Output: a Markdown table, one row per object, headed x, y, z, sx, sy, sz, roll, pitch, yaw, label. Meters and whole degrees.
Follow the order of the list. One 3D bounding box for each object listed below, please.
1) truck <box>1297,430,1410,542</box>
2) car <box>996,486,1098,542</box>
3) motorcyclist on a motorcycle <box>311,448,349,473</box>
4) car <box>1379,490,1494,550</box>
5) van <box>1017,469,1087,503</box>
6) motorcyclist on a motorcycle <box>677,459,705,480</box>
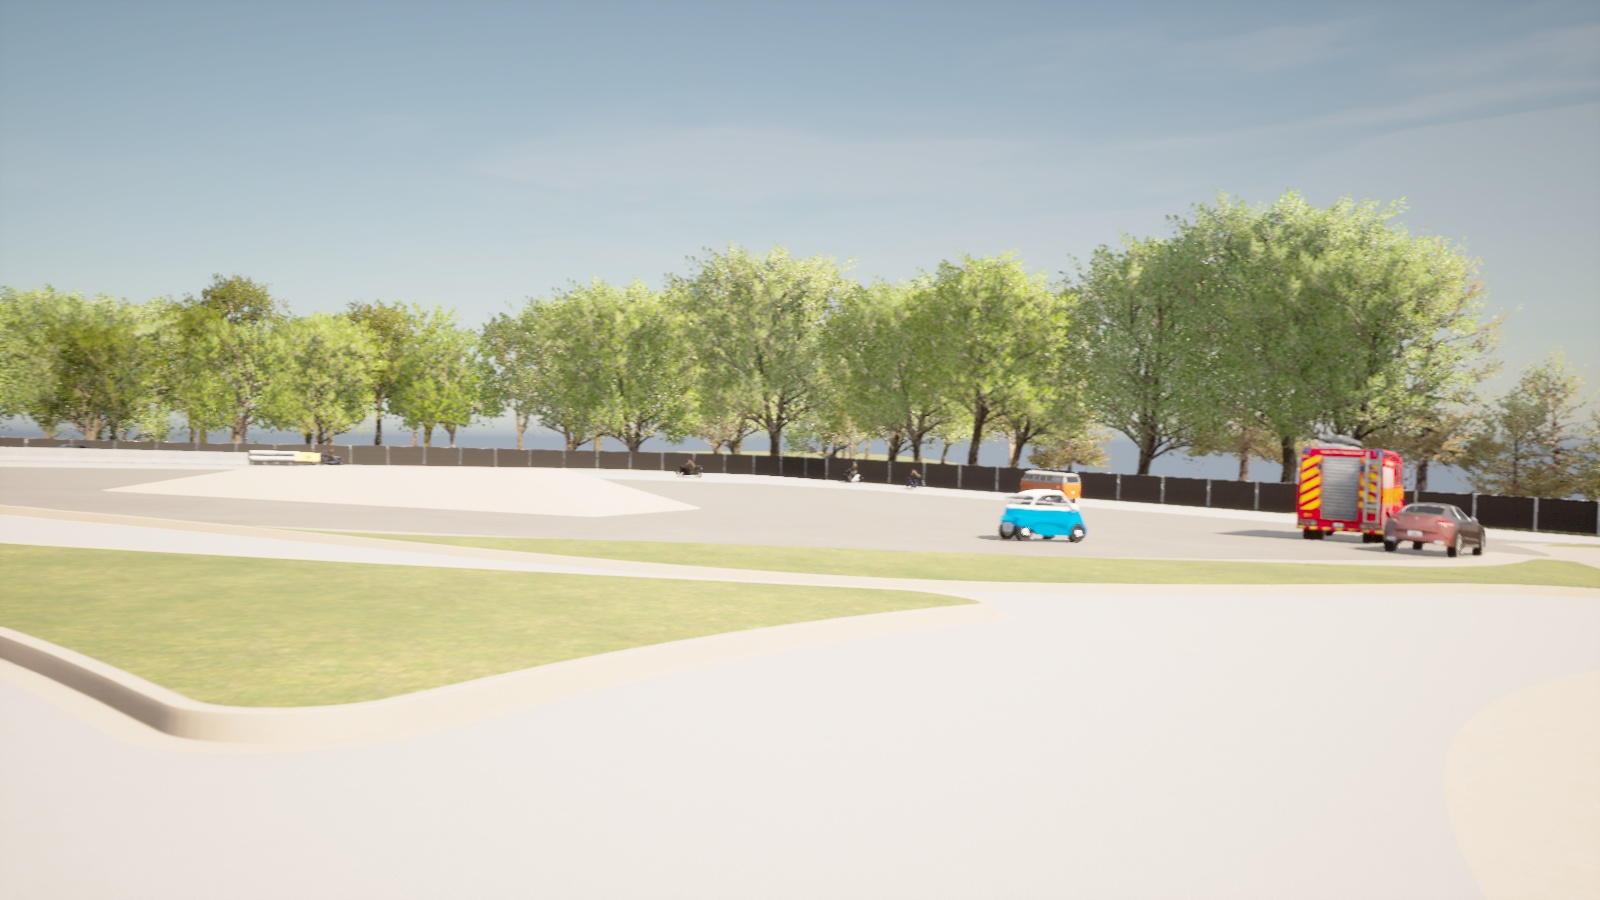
| x | y | z | sx | sy | sz | roll | pitch | yaw | label |
| --- | --- | --- | --- | --- | --- | --- | --- | --- | --- |
| 21.404 | 1.382 | 48.289 | 2.891 | 3.827 | 8.468 | 2 | -1 | 30 | truck |
| 6.597 | 1.706 | 33.577 | 2.207 | 1.376 | 1.481 | 2 | -1 | -26 | car |
| -34.064 | 0.754 | 91.030 | 2.350 | 1.649 | 0.766 | 6 | -4 | -42 | motorcyclist on a motorcycle |
| 20.615 | 2.241 | 40.561 | 2.152 | 1.651 | 5.027 | 4 | 0 | 40 | car |
| 16.888 | 2.362 | 84.305 | 1.775 | 1.987 | 4.442 | 0 | 2 | -37 | van |
| -8.383 | 1.500 | 96.756 | 2.044 | 1.523 | 0.797 | 2 | 1 | 5 | motorcyclist on a motorcycle |
